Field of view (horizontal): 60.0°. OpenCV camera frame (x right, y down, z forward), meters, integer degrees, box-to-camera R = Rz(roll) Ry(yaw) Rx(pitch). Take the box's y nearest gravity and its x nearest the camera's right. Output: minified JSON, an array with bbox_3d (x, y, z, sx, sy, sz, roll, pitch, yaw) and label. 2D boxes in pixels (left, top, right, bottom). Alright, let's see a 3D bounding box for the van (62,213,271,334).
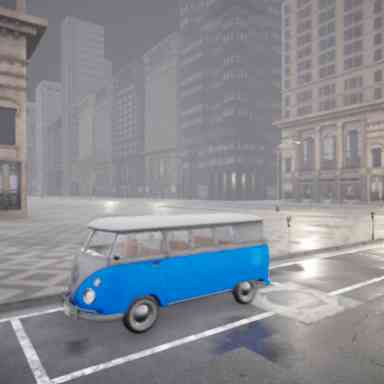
[{"bbox_3d":[-0.268,1.333,6.460,3.998,1.788,1.690,0,0,-35],"label":"van"}]
